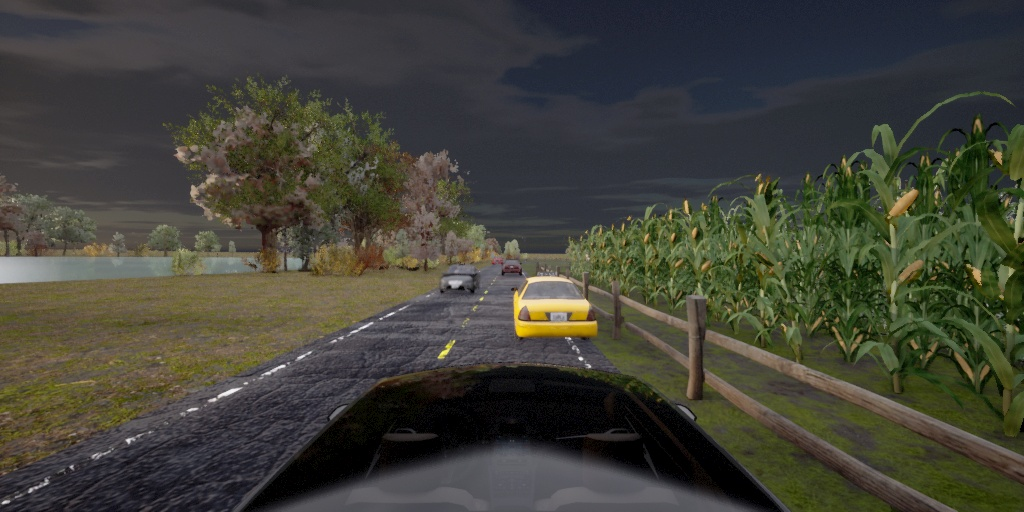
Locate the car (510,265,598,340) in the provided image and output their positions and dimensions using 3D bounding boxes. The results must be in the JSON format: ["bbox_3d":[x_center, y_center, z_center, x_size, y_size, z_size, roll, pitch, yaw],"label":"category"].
[{"bbox_3d":[0.940,1.203,9.848,1.801,1.575,5.366,0,0,0],"label":"car"}]

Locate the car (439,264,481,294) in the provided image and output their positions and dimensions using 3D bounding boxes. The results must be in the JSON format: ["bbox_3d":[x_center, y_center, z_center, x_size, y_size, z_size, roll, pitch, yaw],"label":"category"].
[{"bbox_3d":[-2.801,1.238,20.100,2.128,1.511,4.902,0,0,0],"label":"car"}]

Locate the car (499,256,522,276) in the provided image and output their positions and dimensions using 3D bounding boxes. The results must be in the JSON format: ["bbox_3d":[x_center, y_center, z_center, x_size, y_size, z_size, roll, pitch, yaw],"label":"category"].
[{"bbox_3d":[-0.022,1.096,37.918,2.097,1.767,4.553,0,0,0],"label":"car"}]
